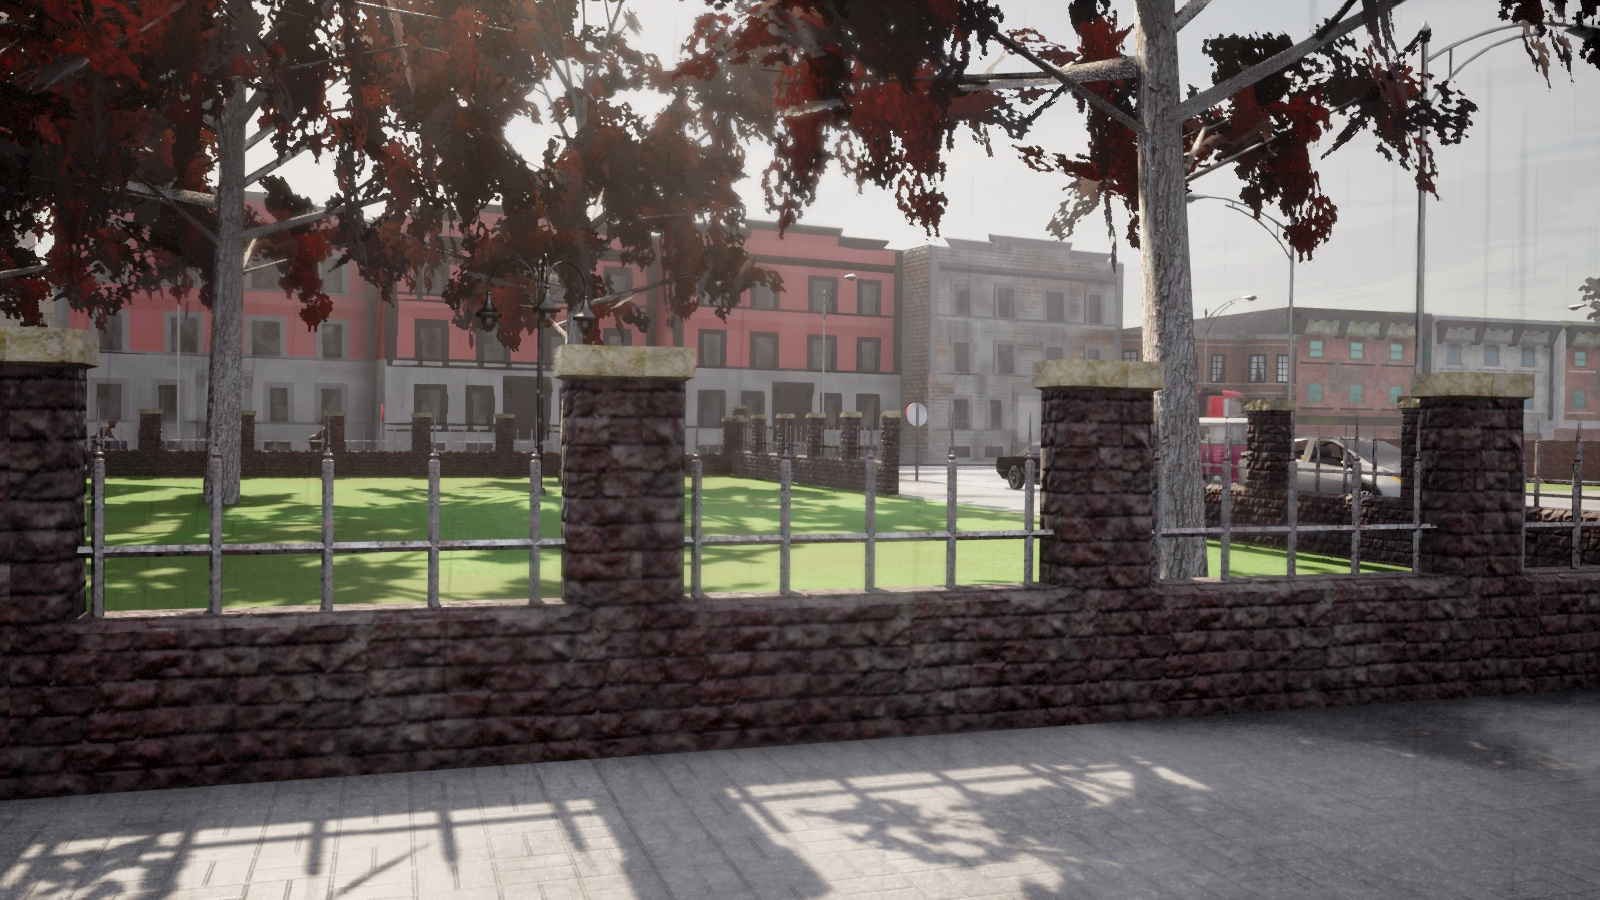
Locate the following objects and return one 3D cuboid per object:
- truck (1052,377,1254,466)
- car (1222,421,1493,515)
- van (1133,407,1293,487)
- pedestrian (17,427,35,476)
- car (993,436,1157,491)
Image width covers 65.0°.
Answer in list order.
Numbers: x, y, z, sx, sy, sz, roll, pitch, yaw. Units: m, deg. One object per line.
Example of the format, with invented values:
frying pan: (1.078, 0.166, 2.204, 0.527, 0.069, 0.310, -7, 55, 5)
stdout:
truck: (14.589, -1.185, 51.827, 7.936, 3.462, 2.891, -1, 1, -23)
car: (10.067, 0.260, 23.108, 2.007, 1.525, 4.514, -1, 1, -20)
van: (10.940, -0.113, 33.596, 1.775, 1.987, 4.442, -1, 1, -18)
pedestrian: (-29.689, 0.050, 48.181, 0.720, 1.854, 0.376, 0, 1, 44)
car: (6.994, 0.294, 32.525, 1.895, 1.301, 4.718, -1, 1, -20)
